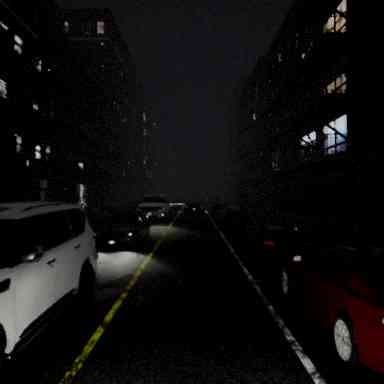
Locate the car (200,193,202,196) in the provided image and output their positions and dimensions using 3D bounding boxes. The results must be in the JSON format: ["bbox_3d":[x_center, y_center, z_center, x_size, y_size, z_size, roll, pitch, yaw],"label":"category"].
[{"bbox_3d":[2.948,1.383,73.524,1.967,1.590,4.097,1,0,0],"label":"car"}]

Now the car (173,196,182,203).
[{"bbox_3d":[-2.811,1.509,63.350,1.994,1.385,4.181,0,0,1],"label":"car"}]

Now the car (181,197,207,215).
[{"bbox_3d":[0.204,1.534,32.886,1.994,1.385,4.181,0,0,0],"label":"car"}]

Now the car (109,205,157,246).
[{"bbox_3d":[-3.048,1.531,15.369,2.033,1.411,5.357,0,0,0],"label":"car"}]

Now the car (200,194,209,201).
[{"bbox_3d":[2.967,1.380,79.185,1.967,1.590,4.097,1,0,0],"label":"car"}]

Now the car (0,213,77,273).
[{"bbox_3d":[-5.646,1.551,11.318,1.947,1.339,4.313,1,0,0],"label":"car"}]

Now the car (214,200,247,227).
[{"bbox_3d":[2.775,1.526,22.568,1.887,1.381,4.507,1,0,0],"label":"car"}]

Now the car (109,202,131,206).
[{"bbox_3d":[-5.606,1.557,22.637,1.802,1.307,4.206,1,0,0],"label":"car"}]

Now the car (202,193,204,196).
[{"bbox_3d":[3.195,1.409,58.954,1.801,1.575,5.366,0,0,0],"label":"car"}]

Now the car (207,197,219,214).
[{"bbox_3d":[2.813,1.522,33.892,2.008,1.369,4.403,1,0,0],"label":"car"}]

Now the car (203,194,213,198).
[{"bbox_3d":[2.852,1.403,45.214,1.967,1.590,4.097,1,0,0],"label":"car"}]

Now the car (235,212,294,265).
[{"bbox_3d":[2.739,1.573,11.247,1.802,1.307,4.206,1,0,0],"label":"car"}]

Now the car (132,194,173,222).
[{"bbox_3d":[-2.957,1.198,26.244,2.150,2.045,5.566,0,0,1],"label":"car"}]

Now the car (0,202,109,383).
[{"bbox_3d":[-3.085,1.215,4.969,2.150,2.045,5.566,0,0,0],"label":"car"}]

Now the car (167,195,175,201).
[{"bbox_3d":[-5.396,1.455,84.745,1.752,1.417,4.829,1,0,0],"label":"car"}]

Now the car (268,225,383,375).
[{"bbox_3d":[2.791,1.541,5.586,1.887,1.381,4.507,1,0,0],"label":"car"}]

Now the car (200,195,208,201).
[{"bbox_3d":[2.984,1.487,84.847,2.008,1.369,4.403,1,0,0],"label":"car"}]

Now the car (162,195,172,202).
[{"bbox_3d":[-5.434,1.482,73.593,1.887,1.381,4.507,1,0,0],"label":"car"}]

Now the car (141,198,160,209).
[{"bbox_3d":[-5.529,1.507,45.283,2.008,1.369,4.403,1,0,0],"label":"car"}]

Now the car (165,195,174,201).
[{"bbox_3d":[-5.415,1.459,79.083,1.752,1.417,4.829,1,0,0],"label":"car"}]

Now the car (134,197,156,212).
[{"bbox_3d":[-5.546,1.401,39.622,1.967,1.590,4.097,1,0,0],"label":"car"}]
